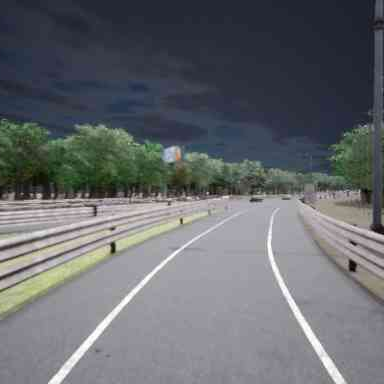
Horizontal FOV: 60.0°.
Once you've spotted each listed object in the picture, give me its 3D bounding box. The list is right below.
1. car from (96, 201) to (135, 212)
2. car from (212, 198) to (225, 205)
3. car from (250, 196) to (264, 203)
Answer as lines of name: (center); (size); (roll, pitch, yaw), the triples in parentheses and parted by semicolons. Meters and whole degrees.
car: (-8.027, 1.662, 35.028); (2.128, 1.511, 4.902); (0, 0, 30)
car: (4.711, 1.670, 57.407); (1.994, 1.385, 4.181); (-1, -1, 29)
car: (14.751, 1.627, 75.080); (1.882, 1.535, 5.008); (0, 0, 30)
